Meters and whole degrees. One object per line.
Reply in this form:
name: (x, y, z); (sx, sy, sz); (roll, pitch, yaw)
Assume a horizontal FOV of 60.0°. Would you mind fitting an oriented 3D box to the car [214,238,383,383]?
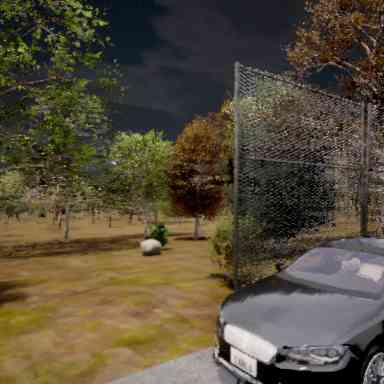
car: (2.524, 1.504, 4.880); (4.902, 1.511, 2.128); (0, 0, -36)
